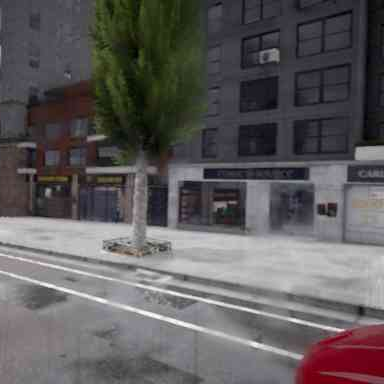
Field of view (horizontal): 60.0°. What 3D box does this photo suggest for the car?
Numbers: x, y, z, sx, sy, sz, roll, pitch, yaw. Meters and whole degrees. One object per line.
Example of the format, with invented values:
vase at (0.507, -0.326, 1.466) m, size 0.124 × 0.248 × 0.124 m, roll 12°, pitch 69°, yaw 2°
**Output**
car at (3.021, 1.478, 1.530) m, size 5.008 × 1.535 × 1.882 m, roll 0°, pitch 0°, yaw 35°
